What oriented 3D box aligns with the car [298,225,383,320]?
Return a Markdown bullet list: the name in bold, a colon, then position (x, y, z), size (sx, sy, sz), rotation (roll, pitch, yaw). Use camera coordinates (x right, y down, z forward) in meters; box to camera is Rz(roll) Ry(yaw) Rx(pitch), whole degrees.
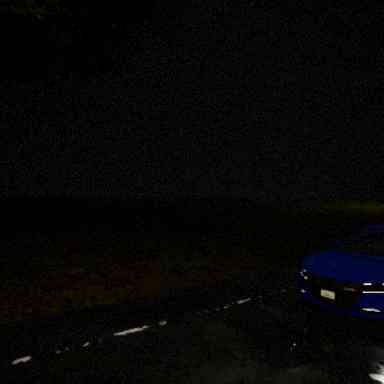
- **car**: position (4.337, 1.471, 7.138), size (5.008, 1.535, 1.882), rotation (0, 0, -36)
